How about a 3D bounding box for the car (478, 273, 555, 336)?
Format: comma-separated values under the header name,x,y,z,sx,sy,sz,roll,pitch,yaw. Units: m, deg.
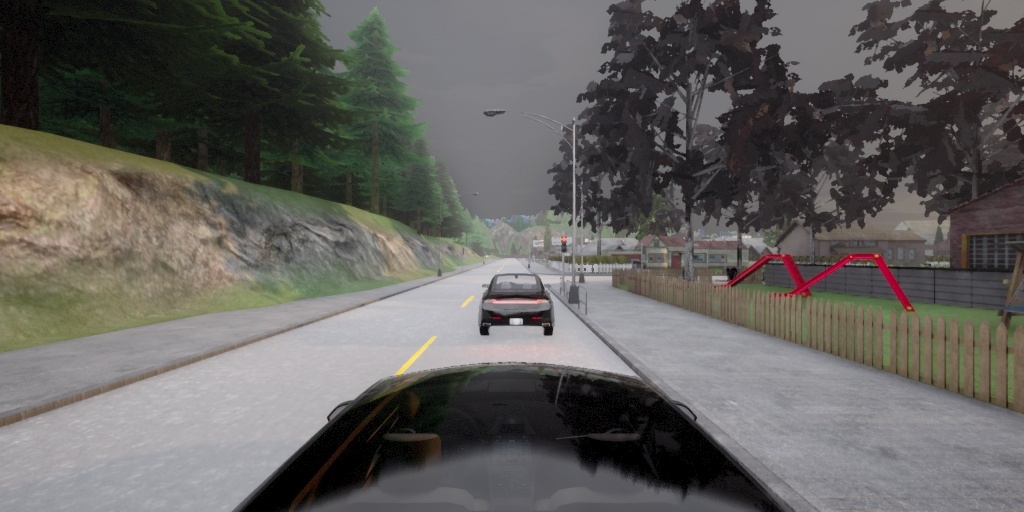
name,x,y,z,sx,sy,sz,roll,pitch,yaw
car,0.128,1.241,10.383,2.128,1.511,4.902,0,0,1
